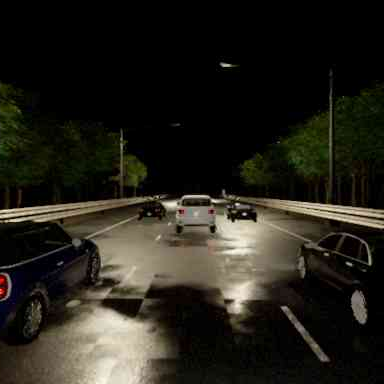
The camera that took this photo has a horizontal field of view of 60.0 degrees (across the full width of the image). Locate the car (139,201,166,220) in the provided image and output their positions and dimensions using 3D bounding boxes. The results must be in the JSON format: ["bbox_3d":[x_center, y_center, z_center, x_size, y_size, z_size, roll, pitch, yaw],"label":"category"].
[{"bbox_3d":[-3.204,1.501,27.430,1.812,1.442,4.674,0,0,0],"label":"car"}]

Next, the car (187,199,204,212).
[{"bbox_3d":[0.378,1.566,38.590,1.895,1.301,4.718,0,0,0],"label":"car"}]

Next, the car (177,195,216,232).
[{"bbox_3d":[0.243,1.205,20.074,2.150,2.045,5.566,0,0,0],"label":"car"}]

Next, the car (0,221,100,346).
[{"bbox_3d":[-3.355,1.346,6.525,2.097,1.767,4.553,0,0,0],"label":"car"}]

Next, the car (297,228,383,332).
[{"bbox_3d":[3.647,1.503,6.803,1.837,1.490,4.892,0,0,0],"label":"car"}]

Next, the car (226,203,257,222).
[{"bbox_3d":[3.786,1.545,25.860,1.994,1.385,4.181,0,0,0],"label":"car"}]
